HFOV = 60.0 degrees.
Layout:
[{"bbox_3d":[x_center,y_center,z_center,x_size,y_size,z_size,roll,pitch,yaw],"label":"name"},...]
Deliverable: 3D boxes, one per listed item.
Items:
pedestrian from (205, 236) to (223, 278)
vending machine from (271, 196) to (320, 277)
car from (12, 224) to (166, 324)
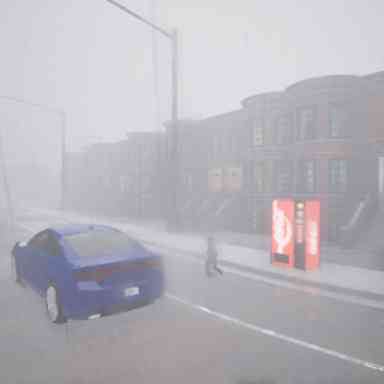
[{"bbox_3d":[0.522,1.656,8.612,0.500,1.100,0.500,0,0,-38],"label":"pedestrian"},{"bbox_3d":[2.943,1.185,9.477,1.100,2.100,0.880,0,0,-40],"label":"vending machine"},{"bbox_3d":[-2.533,1.451,7.313,1.882,1.535,5.008,0,0,-39],"label":"car"}]
